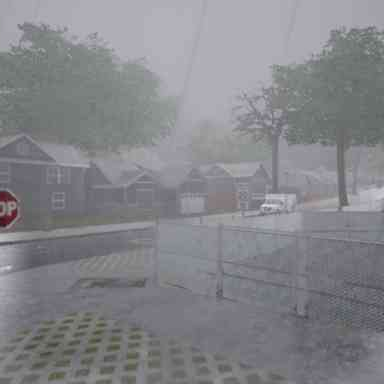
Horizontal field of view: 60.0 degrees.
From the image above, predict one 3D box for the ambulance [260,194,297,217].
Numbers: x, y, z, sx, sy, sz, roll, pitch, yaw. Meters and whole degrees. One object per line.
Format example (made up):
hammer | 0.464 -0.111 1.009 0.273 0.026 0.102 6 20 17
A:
ambulance | 9.845 1.469 37.873 2.351 2.431 6.366 -1 0 36
